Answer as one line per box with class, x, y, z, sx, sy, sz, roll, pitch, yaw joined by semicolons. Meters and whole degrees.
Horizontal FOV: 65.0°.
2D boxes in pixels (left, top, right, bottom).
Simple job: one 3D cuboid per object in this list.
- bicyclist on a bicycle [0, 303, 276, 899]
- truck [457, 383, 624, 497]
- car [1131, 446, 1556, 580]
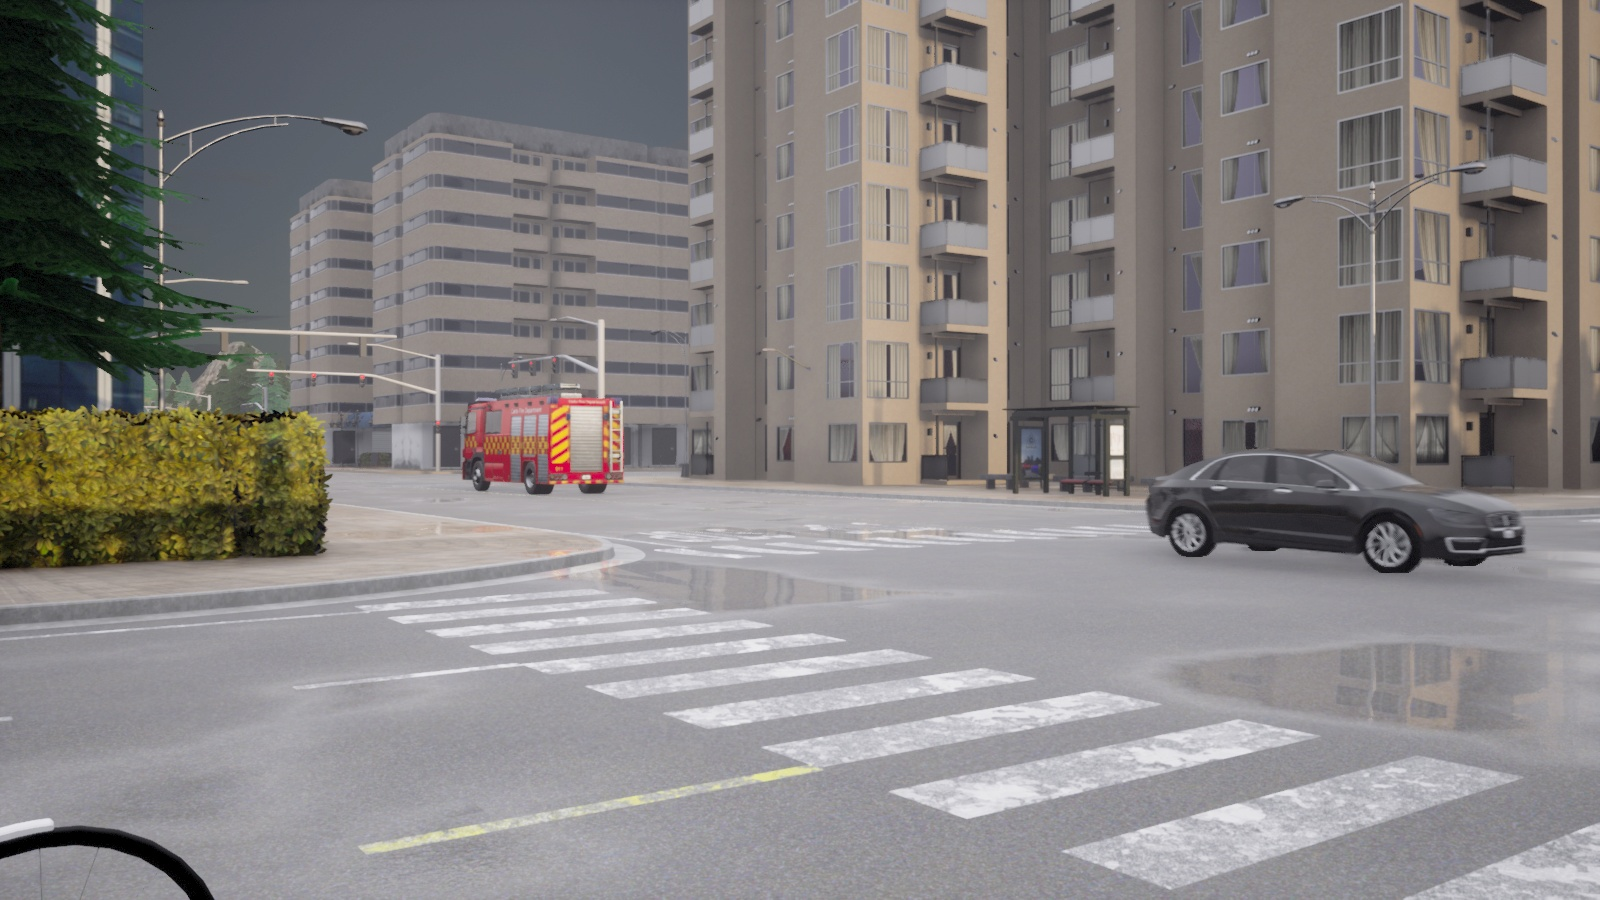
bicyclist on a bicycle;-2.006;0.628;2.276;1.843;1.776;0.659;-1;0;-35
truck;-9.781;-0.320;46.426;2.891;3.827;8.468;0;0;-35
car;6.922;0.707;16.564;1.837;1.490;4.892;0;0;-35
